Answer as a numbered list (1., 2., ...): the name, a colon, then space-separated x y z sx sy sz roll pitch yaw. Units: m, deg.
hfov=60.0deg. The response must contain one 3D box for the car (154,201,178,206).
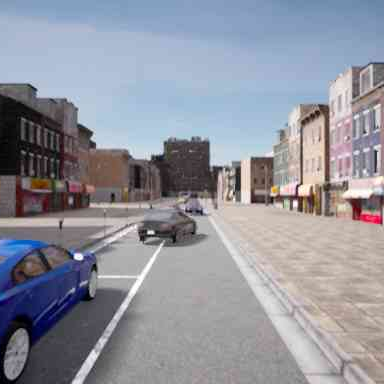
1. car: -2.528 1.667 27.627 2.008 1.369 4.403 0 0 0

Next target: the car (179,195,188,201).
1. car: -2.344 1.957 75.896 1.752 1.417 4.829 0 0 0

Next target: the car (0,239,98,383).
1. car: -2.995 1.495 5.375 1.882 1.535 5.008 0 0 0

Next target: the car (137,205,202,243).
1. car: -1.132 1.588 16.571 1.812 1.442 4.674 0 0 16

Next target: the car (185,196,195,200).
1. car: 0.305 1.755 50.651 1.837 1.490 4.892 0 -1 2

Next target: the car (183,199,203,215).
1. car: 0.224 1.763 35.904 1.895 1.301 4.718 0 0 0

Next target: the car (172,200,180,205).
1. car: -2.507 1.691 33.121 1.887 1.381 4.507 0 0 0

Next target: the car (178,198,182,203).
1. car: -2.486 1.722 38.615 1.887 1.381 4.507 0 0 0

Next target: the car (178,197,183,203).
1. car: -2.466 1.735 43.939 1.752 1.417 4.829 0 0 0
